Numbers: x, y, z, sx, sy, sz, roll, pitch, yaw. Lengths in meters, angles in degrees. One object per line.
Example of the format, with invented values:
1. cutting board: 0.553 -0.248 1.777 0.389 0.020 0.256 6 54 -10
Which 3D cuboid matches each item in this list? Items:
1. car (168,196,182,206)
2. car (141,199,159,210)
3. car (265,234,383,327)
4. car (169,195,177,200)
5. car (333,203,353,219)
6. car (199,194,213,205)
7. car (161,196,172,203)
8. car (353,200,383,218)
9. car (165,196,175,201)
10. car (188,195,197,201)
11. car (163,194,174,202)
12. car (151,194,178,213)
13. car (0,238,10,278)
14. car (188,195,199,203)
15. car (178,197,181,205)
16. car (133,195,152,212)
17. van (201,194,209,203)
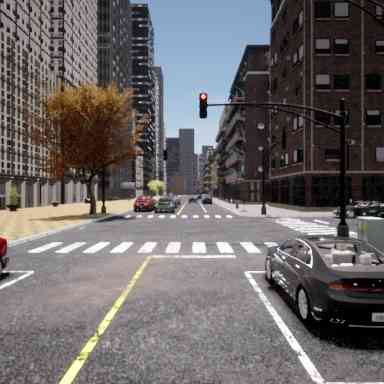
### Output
1. car: -2.943 1.530 57.936 2.128 1.511 4.902 0 0 0
2. car: -5.584 1.591 44.854 1.947 1.339 4.313 0 0 0
3. car: 2.705 1.551 6.923 2.008 1.369 4.403 0 0 0
4. car: -5.464 1.651 94.559 2.008 1.369 4.403 0 0 0
5. car: 13.489 1.349 26.302 4.403 1.369 2.008 -1 1 0
6. car: 2.837 1.608 61.402 1.947 1.339 4.313 0 0 0
7. car: -5.517 1.625 72.469 1.947 1.339 4.313 0 0 0
8. car: 14.272 1.352 23.729 4.181 1.385 1.994 -1 0 0
9. car: -5.491 1.629 83.514 2.008 1.369 4.403 0 0 0
10. car: 0.191 1.460 79.061 2.033 1.411 5.357 0 0 0
11. car: -5.504 1.383 77.991 2.192 1.841 5.009 0 0 0
12. car: -2.983 1.370 37.013 2.097 1.767 4.553 0 0 -1
13. car: -5.675 1.545 6.943 1.887 1.381 4.507 0 0 0
14. car: 0.165 1.544 68.638 2.128 1.511 4.902 0 0 0
15. car: -2.984 1.628 47.109 1.895 1.301 4.718 0 0 0
16. car: -5.598 1.335 39.331 2.192 1.841 5.009 0 0 0
17. van: 2.863 1.400 72.448 1.690 1.788 3.998 0 0 0
